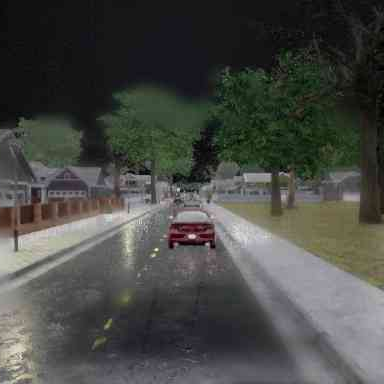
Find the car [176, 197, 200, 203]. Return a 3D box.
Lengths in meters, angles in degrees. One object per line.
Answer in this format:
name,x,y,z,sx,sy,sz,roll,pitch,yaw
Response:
car,0.000,1.494,29.650,2.128,1.511,4.902,0,0,0

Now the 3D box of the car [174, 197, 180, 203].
car,-2.750,1.652,68.736,1.895,1.301,4.718,0,0,0

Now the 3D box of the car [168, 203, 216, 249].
car,0.000,1.483,14.650,1.882,1.535,5.008,0,0,0
